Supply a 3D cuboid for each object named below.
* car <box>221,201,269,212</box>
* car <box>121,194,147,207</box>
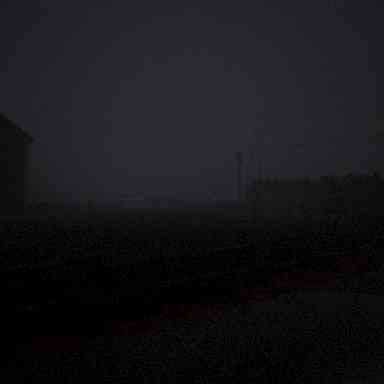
[{"bbox_3d":[4.800,1.587,31.349,2.033,1.411,5.357,0,0,-35],"label":"car"},{"bbox_3d":[-8.965,1.263,50.891,2.150,2.045,5.566,0,0,-35],"label":"car"}]
